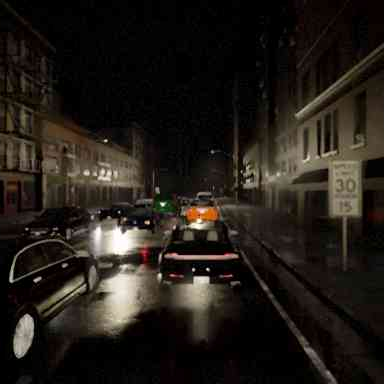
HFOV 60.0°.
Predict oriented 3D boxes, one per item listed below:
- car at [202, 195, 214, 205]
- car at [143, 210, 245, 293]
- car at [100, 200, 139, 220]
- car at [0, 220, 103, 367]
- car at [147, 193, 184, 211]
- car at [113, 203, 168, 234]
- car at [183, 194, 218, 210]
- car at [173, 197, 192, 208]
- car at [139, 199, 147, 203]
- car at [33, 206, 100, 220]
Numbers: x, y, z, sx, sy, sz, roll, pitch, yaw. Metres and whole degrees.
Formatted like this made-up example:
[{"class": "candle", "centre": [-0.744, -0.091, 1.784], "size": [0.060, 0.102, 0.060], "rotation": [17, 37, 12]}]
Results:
[{"class": "car", "centre": [2.670, 1.277, 55.817], "size": [1.882, 1.535, 5.008], "rotation": [0, 0, 4]}, {"class": "car", "centre": [0.230, 1.467, 8.787], "size": [2.128, 1.511, 4.902], "rotation": [0, 0, 1]}, {"class": "car", "centre": [-5.807, 1.518, 26.011], "size": [1.895, 1.301, 4.718], "rotation": [0, 0, 4]}, {"class": "car", "centre": [-3.076, 1.489, 5.741], "size": [1.837, 1.490, 4.892], "rotation": [0, 0, 1]}, {"class": "car", "centre": [-2.240, 1.125, 30.280], "size": [2.150, 2.045, 5.566], "rotation": [0, 1, 4]}, {"class": "car", "centre": [-2.727, 1.544, 18.748], "size": [1.895, 1.301, 4.718], "rotation": [0, 0, 2]}, {"class": "car", "centre": [0.755, 1.276, 23.518], "size": [2.097, 1.767, 4.553], "rotation": [0, 0, 3]}, {"class": "car", "centre": [-1.234, 1.389, 45.839], "size": [2.033, 1.411, 5.357], "rotation": [0, 0, 4]}, {"class": "car", "centre": [-5.208, 1.480, 36.201], "size": [1.895, 1.301, 4.718], "rotation": [0, 0, 4]}, {"class": "car", "centre": [-6.263, 1.458, 16.119], "size": [1.837, 1.490, 4.892], "rotation": [0, 0, 2]}]
